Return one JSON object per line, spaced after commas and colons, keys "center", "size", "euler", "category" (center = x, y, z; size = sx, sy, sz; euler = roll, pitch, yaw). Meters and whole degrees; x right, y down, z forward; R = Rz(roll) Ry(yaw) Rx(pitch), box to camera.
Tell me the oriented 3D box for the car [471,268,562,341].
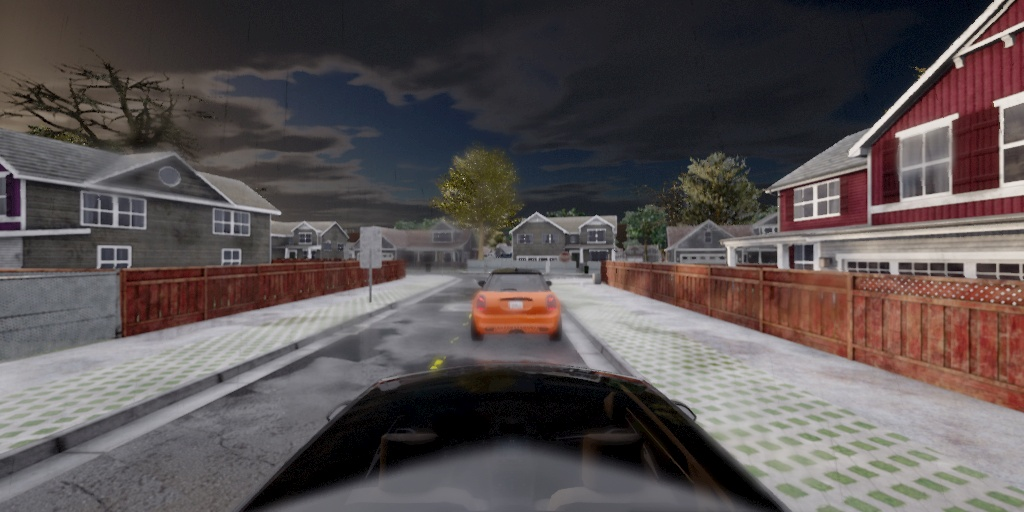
{"center": [0.103, 1.106, 10.029], "size": [2.097, 1.767, 4.553], "euler": [0, 0, 0], "category": "car"}
